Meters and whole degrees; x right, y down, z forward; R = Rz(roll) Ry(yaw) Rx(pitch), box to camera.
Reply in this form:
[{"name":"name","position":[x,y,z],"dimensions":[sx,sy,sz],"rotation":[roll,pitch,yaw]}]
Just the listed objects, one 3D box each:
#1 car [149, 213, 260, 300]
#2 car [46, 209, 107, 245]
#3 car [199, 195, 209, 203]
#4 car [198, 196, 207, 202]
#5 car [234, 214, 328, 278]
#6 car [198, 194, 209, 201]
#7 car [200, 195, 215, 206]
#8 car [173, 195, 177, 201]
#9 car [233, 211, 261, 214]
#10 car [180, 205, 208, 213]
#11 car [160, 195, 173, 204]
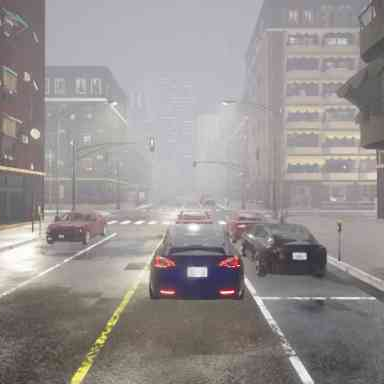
[{"name":"car","position":[0.102,1.506,8.413],"dimensions":[2.163,1.488,4.792],"rotation":[0,0,0]},{"name":"car","position":[-5.271,1.550,15.674],"dimensions":[1.887,1.381,4.507],"rotation":[1,0,0]},{"name":"car","position":[2.585,1.493,70.826],"dimensions":[1.967,1.590,4.097],"rotation":[1,0,0]},{"name":"car","position":[2.585,1.635,82.205],"dimensions":[1.947,1.339,4.313],"rotation":[1,0,0]},{"name":"car","position":[2.575,1.569,10.030],"dimensions":[1.947,1.339,4.313],"rotation":[1,0,0]},{"name":"car","position":[2.617,1.359,63.702],"dimensions":[2.192,1.841,5.009],"rotation":[1,0,0]},{"name":"car","position":[2.711,1.577,53.757],"dimensions":[1.887,1.381,4.507],"rotation":[1,0,0]},{"name":"car","position":[-5.294,1.623,87.884],"dimensions":[1.887,1.381,4.507],"rotation":[1,0,0]},{"name":"car","position":[2.576,1.550,15.700],"dimensions":[1.887,1.381,4.507],"rotation":[1,0,0]},{"name":"car","position":[0.097,1.607,18.136],"dimensions":[1.895,1.301,4.718],"rotation":[0,0,0]},{"name":"car","position":[-5.314,1.597,65.126],"dimensions":[2.008,1.369,4.403],"rotation":[1,0,0]}]
